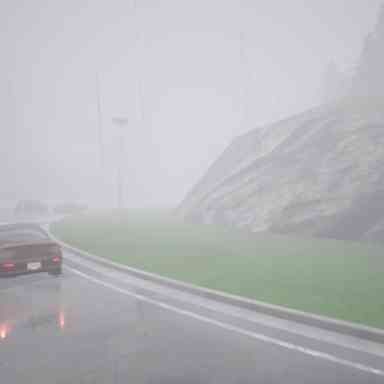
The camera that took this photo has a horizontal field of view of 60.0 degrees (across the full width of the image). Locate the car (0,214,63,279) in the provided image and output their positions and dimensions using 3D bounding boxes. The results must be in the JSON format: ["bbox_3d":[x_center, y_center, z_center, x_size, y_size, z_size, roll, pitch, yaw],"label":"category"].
[{"bbox_3d":[-5.230,1.587,9.637,1.812,1.442,4.674,0,0,-40],"label":"car"}]

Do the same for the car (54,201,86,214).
[{"bbox_3d":[-14.431,1.822,39.485,2.033,1.411,5.357,0,-1,6],"label":"car"}]

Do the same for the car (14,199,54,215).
[{"bbox_3d":[-17.890,1.591,37.350,2.097,1.767,4.553,0,0,1],"label":"car"}]
